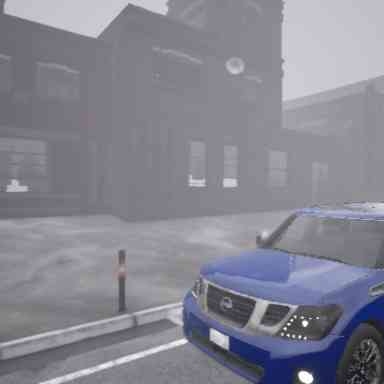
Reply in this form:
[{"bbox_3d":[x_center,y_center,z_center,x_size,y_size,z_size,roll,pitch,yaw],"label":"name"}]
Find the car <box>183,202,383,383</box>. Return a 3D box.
[{"bbox_3d":[2.540,1.218,5.190,5.566,2.045,2.150,0,0,-36],"label":"car"}]
